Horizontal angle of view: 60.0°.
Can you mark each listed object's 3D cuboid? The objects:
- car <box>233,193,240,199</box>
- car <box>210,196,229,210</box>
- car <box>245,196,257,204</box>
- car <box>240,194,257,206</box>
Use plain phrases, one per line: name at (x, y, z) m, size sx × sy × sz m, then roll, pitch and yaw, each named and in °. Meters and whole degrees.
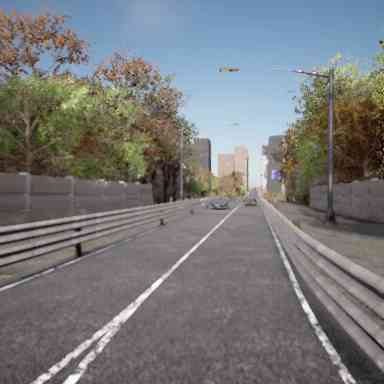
car at (10.890, 1.124, 78.622) m, size 1.837 × 1.490 × 4.892 m, roll 0°, pitch -1°, yaw 11°
car at (3.261, 1.288, 38.785) m, size 1.837 × 1.490 × 4.892 m, roll 0°, pitch 0°, yaw 11°
car at (10.475, 1.389, 58.964) m, size 2.033 × 1.411 × 5.357 m, roll 0°, pitch 0°, yaw 11°
car at (8.564, 1.292, 48.863) m, size 2.128 × 1.511 × 4.902 m, roll 0°, pitch 0°, yaw 11°
